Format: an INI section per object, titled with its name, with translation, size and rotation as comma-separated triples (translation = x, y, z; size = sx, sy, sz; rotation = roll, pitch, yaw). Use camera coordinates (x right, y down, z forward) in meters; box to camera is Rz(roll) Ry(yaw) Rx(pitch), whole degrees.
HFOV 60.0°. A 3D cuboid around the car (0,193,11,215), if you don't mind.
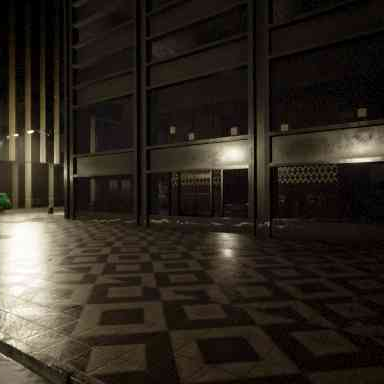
[car]
translation = -19.437, 1.111, 30.094
size = 2.150, 2.045, 5.566
rotation = 0, 0, 37
